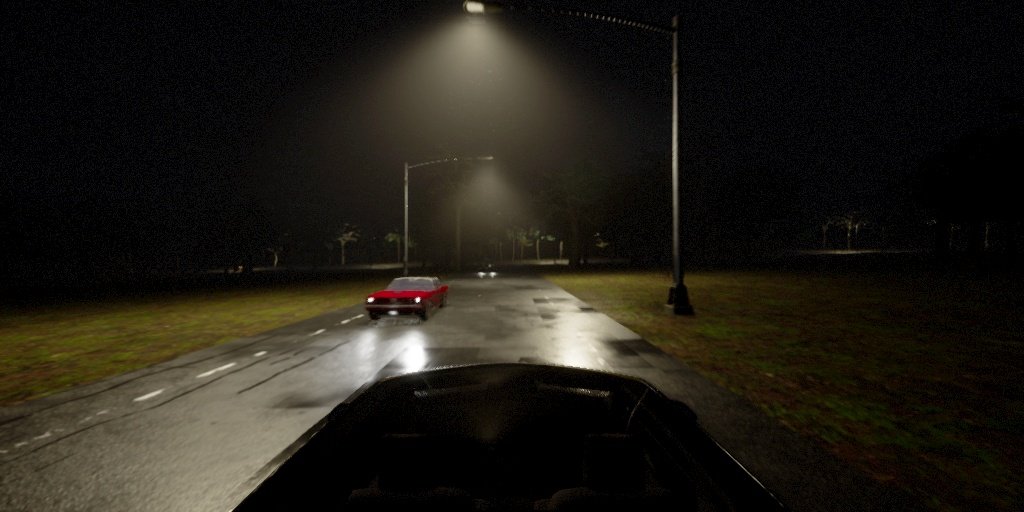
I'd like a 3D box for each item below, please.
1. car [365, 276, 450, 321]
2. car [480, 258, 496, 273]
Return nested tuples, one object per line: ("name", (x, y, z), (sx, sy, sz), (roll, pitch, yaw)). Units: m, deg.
("car", (-3.594, 1.436, 13.095), (1.895, 1.301, 4.718), (0, 0, 0))
("car", (-3.539, 1.380, 53.605), (2.150, 2.045, 5.566), (0, 0, 1))
